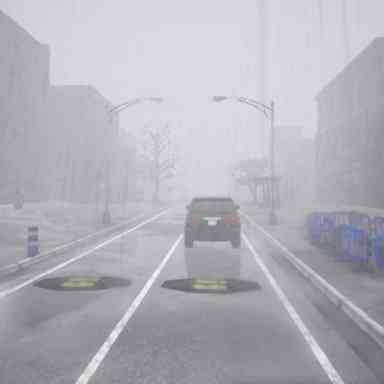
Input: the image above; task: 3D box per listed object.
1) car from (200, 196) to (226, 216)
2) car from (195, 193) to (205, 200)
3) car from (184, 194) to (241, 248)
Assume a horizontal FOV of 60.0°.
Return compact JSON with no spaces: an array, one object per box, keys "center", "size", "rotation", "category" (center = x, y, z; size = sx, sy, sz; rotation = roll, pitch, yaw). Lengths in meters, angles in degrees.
[{"center":[1.860,1.179,29.511],"size":[2.128,1.511,4.902],"rotation":[0,1,4],"category":"car"},{"center":[1.843,1.048,75.882],"size":[1.994,1.385,4.181],"rotation":[0,0,4],"category":"car"},{"center":[0.897,1.168,14.571],"size":[2.150,2.045,5.566],"rotation":[0,1,4],"category":"car"}]
